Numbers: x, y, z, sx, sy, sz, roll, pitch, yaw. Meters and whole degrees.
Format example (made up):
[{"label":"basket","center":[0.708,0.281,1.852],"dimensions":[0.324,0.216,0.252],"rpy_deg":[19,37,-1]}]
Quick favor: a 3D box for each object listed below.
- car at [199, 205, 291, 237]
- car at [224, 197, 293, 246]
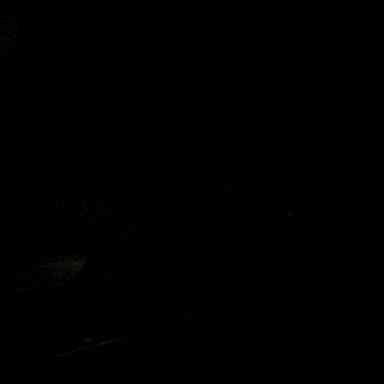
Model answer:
[{"label":"car","center":[3.170,1.569,19.221],"dimensions":[5.357,1.411,2.033],"rpy_deg":[0,0,-36]},{"label":"car","center":[1.851,1.237,13.958],"dimensions":[5.566,2.045,2.150],"rpy_deg":[0,0,-36]}]
